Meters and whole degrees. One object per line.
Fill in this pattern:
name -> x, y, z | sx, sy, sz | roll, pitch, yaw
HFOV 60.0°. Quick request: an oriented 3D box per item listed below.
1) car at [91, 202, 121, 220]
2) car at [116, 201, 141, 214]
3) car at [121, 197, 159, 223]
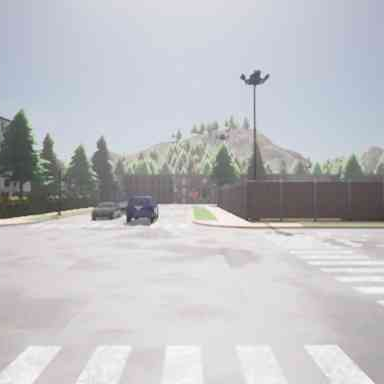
car -> -7.765, 1.713, 30.471 | 1.837, 1.490, 4.892 | 0, 0, 0
car -> -7.775, 1.834, 41.121 | 2.033, 1.411, 5.357 | 0, 0, 0
car -> -4.069, 1.409, 27.882 | 2.150, 2.045, 5.566 | 0, 0, 0
